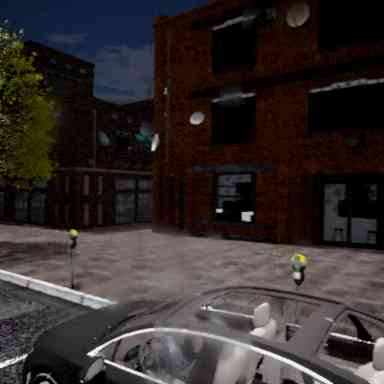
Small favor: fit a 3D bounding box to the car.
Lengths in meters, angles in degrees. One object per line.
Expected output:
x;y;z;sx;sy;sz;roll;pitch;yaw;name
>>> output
0.289;1.546;2.813;4.403;1.369;2.008;0;1;35;car
